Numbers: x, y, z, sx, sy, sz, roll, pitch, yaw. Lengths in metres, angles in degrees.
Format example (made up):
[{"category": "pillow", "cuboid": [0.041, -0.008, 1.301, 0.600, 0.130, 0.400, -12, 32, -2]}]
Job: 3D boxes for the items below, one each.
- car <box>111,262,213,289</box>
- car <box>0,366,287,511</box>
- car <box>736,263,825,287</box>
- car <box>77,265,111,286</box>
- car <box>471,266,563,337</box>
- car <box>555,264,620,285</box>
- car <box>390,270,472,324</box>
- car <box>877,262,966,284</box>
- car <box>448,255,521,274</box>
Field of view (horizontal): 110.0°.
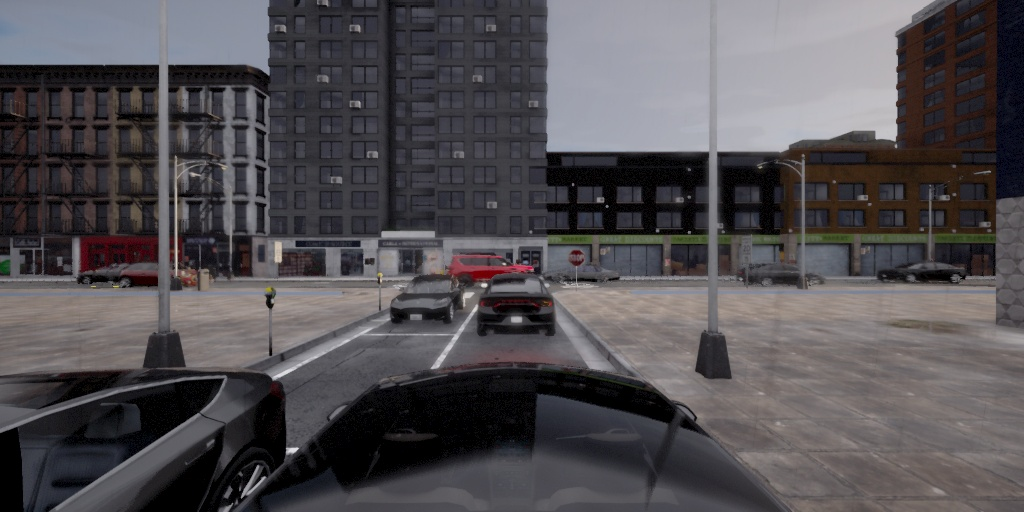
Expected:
[{"category": "car", "cuboid": [-21.755, 1.155, 22.660, 4.553, 1.767, 2.097, 0, 0, 0]}, {"category": "car", "cuboid": [-2.638, 1.316, 1.147, 1.948, 1.339, 4.313, 0, 0, 0]}, {"category": "car", "cuboid": [16.894, 1.216, 22.643, 4.892, 1.490, 1.837, 0, 0, 0]}, {"category": "car", "cuboid": [-27.943, 1.303, 25.609, 4.902, 1.511, 2.128, 0, 0, 0]}, {"category": "car", "cuboid": [0.104, 1.226, 10.291, 1.882, 1.535, 5.008, 0, 0, 0]}, {"category": "car", "cuboid": [4.881, 1.274, 25.600, 5.357, 1.411, 2.033, 0, 0, 0]}, {"category": "car", "cuboid": [-2.638, 1.314, 12.051, 1.948, 1.339, 4.313, 0, 0, 0]}, {"category": "car", "cuboid": [29.103, 1.159, 25.585, 5.008, 1.535, 1.882, 0, 0, 0]}, {"category": "car", "cuboid": [-1.294, 0.970, 22.650, 5.566, 2.045, 2.150, 0, 0, 0]}]
